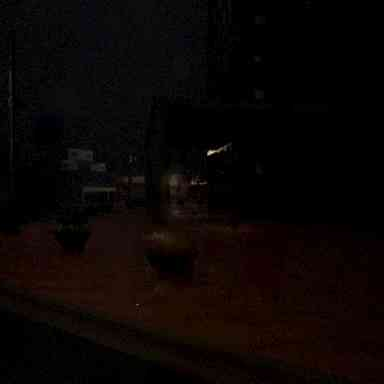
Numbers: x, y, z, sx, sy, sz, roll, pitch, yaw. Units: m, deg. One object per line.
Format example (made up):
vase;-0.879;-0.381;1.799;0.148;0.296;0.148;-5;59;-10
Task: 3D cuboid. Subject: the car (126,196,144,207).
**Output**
car;-8.191;1.589;50.773;1.812;1.442;4.674;0;0;30

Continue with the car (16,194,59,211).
car;-19.388;1.237;41.047;2.150;2.045;5.566;0;0;42

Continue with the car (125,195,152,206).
car;-9.055;1.422;56.554;2.097;1.767;4.553;0;0;31
